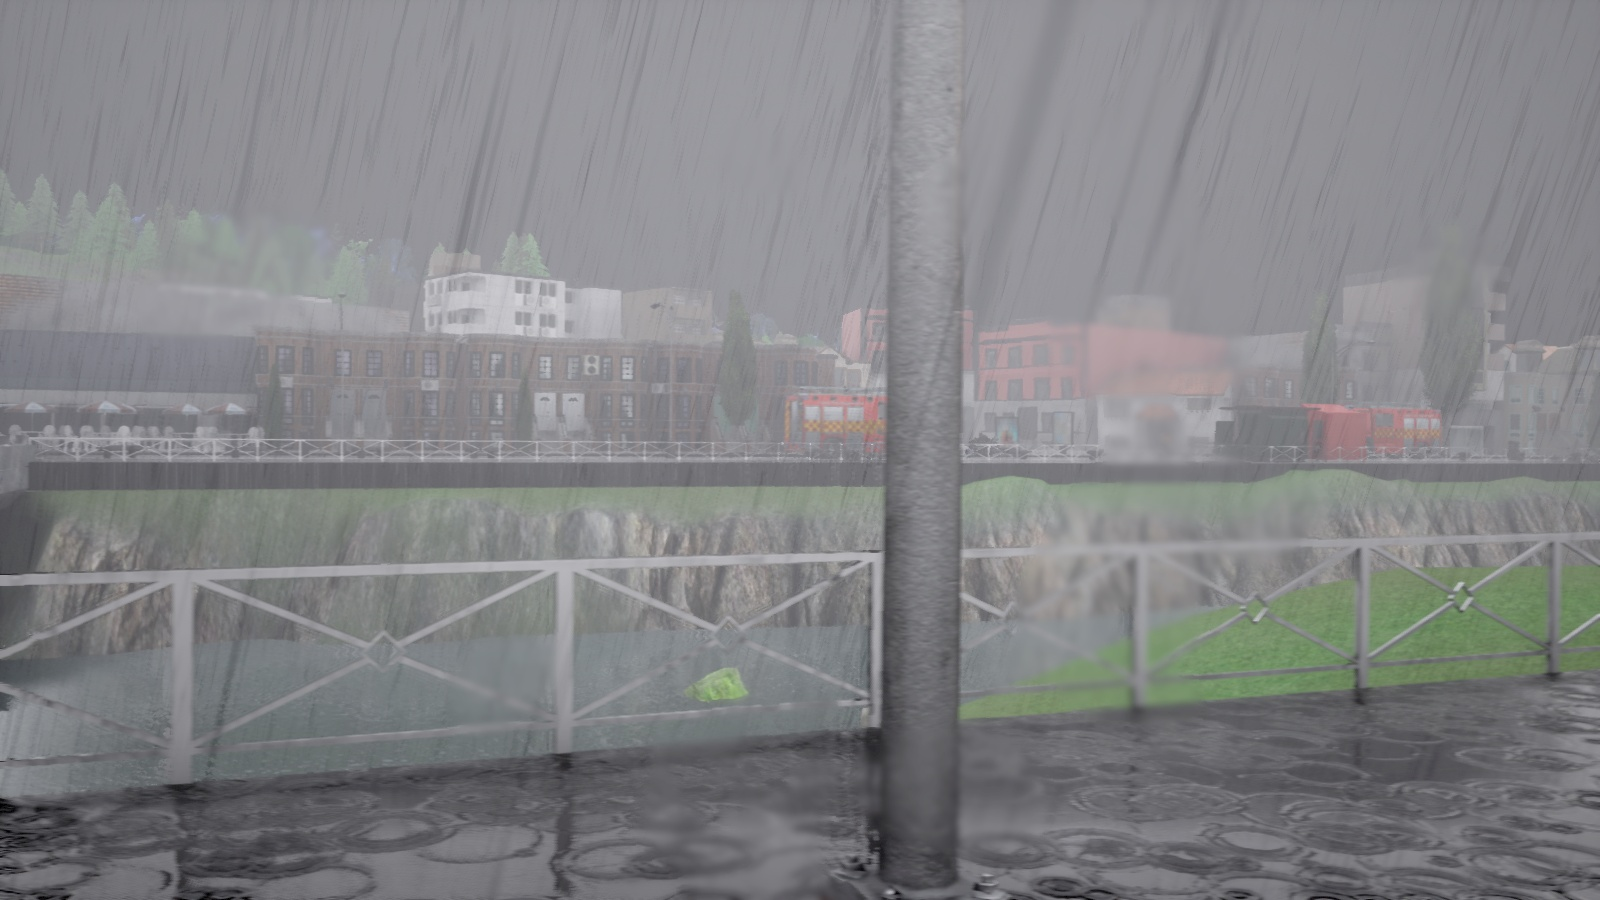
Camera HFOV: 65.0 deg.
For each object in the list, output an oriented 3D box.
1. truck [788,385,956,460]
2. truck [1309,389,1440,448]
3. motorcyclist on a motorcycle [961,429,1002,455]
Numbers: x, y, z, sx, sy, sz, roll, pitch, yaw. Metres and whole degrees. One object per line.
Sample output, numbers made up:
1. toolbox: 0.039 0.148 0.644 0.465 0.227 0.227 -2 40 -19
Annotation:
1. truck: 3.861 -1.498 66.934 8.468 3.827 2.891 -1 1 -21
2. truck: 38.661 -2.159 84.434 8.468 3.827 2.891 -1 1 -21
3. motorcyclist on a motorcycle: 10.678 -0.484 73.816 2.191 1.530 0.866 -1 1 -21
